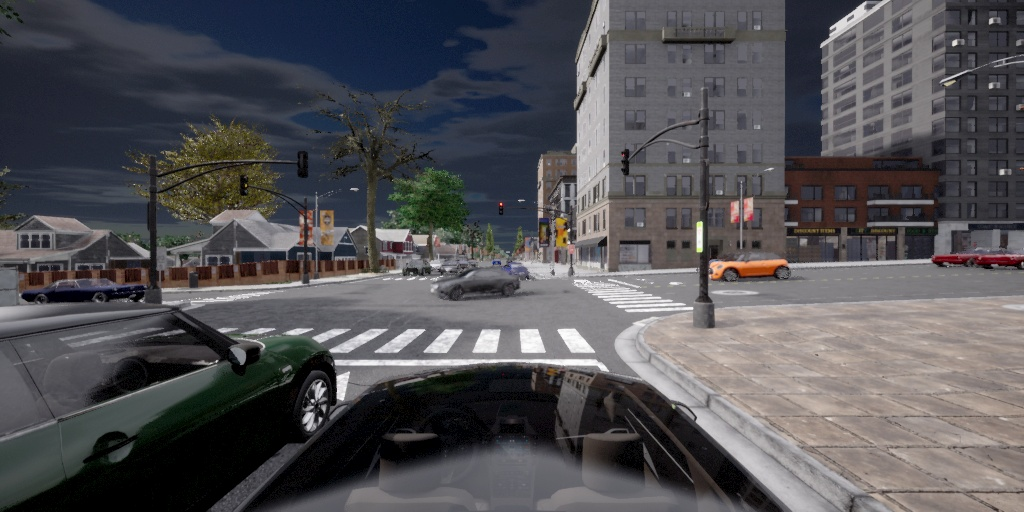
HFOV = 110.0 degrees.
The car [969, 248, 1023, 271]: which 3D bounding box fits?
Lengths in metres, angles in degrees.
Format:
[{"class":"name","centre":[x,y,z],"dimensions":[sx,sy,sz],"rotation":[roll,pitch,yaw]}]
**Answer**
[{"class":"car","centre":[31.507,0.167,21.775],"dimensions":[4.718,1.301,1.895],"rotation":[-2,0,0]}]

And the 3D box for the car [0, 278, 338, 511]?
[{"class":"car","centre":[-3.151,1.102,2.482],"dimensions":[2.097,1.767,4.553],"rotation":[0,0,0]}]

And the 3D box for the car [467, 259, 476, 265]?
[{"class":"car","centre":[-6.629,1.335,49.266],"dimensions":[2.033,1.411,5.357],"rotation":[0,0,0]}]

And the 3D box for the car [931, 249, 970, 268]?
[{"class":"car","centre":[32.477,0.121,25.028],"dimensions":[4.718,1.301,1.895],"rotation":[-2,0,0]}]

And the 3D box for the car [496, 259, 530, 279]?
[{"class":"car","centre":[0.214,1.296,31.770],"dimensions":[1.812,1.442,4.674],"rotation":[-1,0,-15]}]

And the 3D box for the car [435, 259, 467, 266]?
[{"class":"car","centre":[-6.618,1.262,39.548],"dimensions":[2.128,1.511,4.902],"rotation":[0,0,0]}]

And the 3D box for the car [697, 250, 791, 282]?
[{"class":"car","centre":[14.012,0.577,21.718],"dimensions":[4.553,1.767,2.097],"rotation":[-2,0,0]}]

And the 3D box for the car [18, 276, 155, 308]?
[{"class":"car","centre":[-21.627,1.806,18.370],"dimensions":[4.718,1.301,1.895],"rotation":[-2,0,0]}]

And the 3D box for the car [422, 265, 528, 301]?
[{"class":"car","centre":[-1.752,1.321,17.838],"dimensions":[4.674,1.442,1.812],"rotation":[0,-1,-33]}]

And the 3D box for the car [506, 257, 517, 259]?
[{"class":"car","centre":[0.055,1.328,62.362],"dimensions":[1.837,1.490,4.892],"rotation":[0,-1,0]}]

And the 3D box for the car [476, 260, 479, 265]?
[{"class":"car","centre":[-6.625,1.321,59.612],"dimensions":[1.837,1.490,4.892],"rotation":[0,0,0]}]

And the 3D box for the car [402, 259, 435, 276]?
[{"class":"car","centre":[-9.868,1.120,37.471],"dimensions":[2.097,1.767,4.553],"rotation":[0,0,0]}]

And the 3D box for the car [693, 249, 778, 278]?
[{"class":"car","centre":[15.435,0.513,24.972],"dimensions":[4.553,1.767,2.097],"rotation":[-2,0,0]}]
